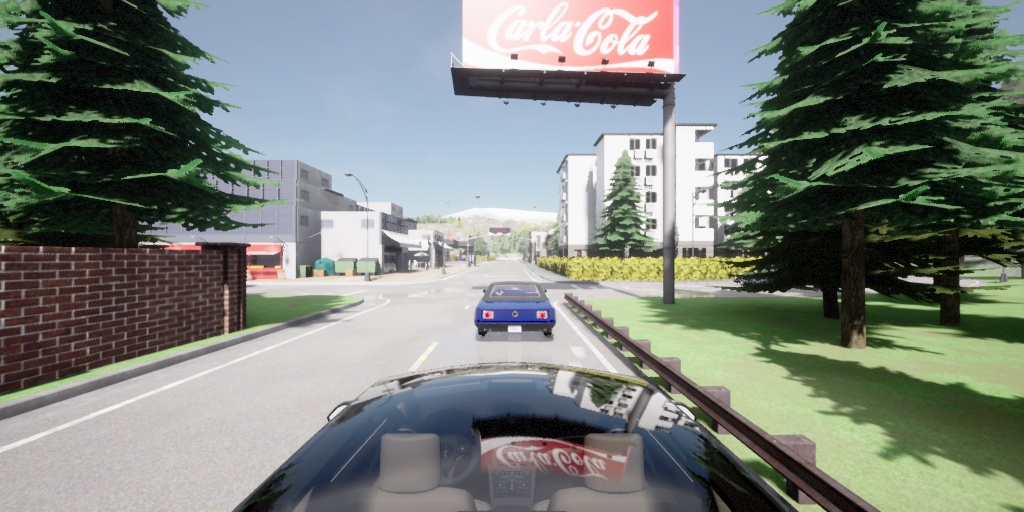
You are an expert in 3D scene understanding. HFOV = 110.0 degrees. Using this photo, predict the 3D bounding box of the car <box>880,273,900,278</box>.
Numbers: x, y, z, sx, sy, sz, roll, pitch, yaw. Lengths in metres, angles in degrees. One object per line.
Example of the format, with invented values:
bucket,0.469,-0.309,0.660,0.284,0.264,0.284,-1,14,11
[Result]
car,37.710,1.451,36.272,4.674,1.442,1.812,0,0,-44

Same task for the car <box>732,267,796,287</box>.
car,18.933,1.473,26.161,5.357,1.411,2.033,0,0,-14

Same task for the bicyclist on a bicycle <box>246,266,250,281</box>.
bicyclist on a bicycle,-21.802,1.227,28.932,0.582,1.620,1.656,0,0,1

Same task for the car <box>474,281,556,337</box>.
car,0.083,1.351,10.283,1.895,1.301,4.718,0,0,0
